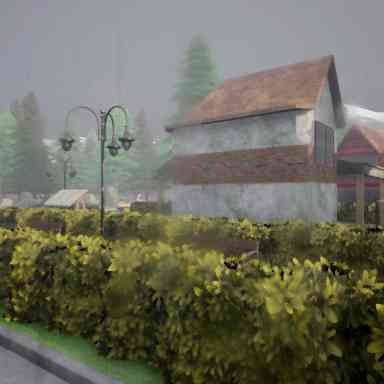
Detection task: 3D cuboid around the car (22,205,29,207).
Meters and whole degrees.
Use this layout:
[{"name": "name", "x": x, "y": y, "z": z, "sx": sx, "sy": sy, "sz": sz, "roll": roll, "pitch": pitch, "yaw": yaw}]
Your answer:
[{"name": "car", "x": -14.073, "y": 1.763, "z": 28.636, "sx": 1.895, "sy": 1.301, "sz": 4.718, "roll": 0, "pitch": 0, "yaw": 36}]

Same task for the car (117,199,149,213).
[{"name": "car", "x": -6.538, "y": 1.640, "z": 39.005, "sx": 1.882, "sy": 1.535, "sz": 5.008, "roll": 0, "pitch": 0, "yaw": 37}]

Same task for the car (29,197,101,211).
[{"name": "car", "x": -10.130, "y": 1.384, "z": 27.767, "sx": 2.150, "sy": 2.045, "sz": 5.566, "roll": 0, "pitch": 0, "yaw": 35}]
